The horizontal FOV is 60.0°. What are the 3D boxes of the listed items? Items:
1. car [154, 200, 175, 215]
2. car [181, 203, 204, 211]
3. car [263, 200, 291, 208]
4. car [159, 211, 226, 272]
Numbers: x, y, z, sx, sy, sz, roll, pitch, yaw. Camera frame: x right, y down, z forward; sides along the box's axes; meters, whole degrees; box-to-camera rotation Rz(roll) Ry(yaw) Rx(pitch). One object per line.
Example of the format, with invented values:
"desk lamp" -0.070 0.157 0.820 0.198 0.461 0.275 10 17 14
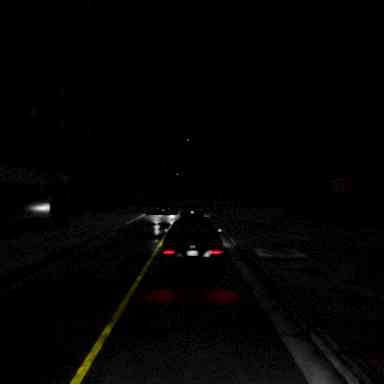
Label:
"car" -2.863 1.600 35.775 1.837 1.490 4.892 0 -1 0
"car" 0.033 1.641 29.317 1.994 1.385 4.181 0 0 0
"car" 13.156 1.830 51.518 4.313 1.339 1.947 0 -1 0
"car" 0.032 1.577 10.795 2.033 1.411 5.357 0 0 0
